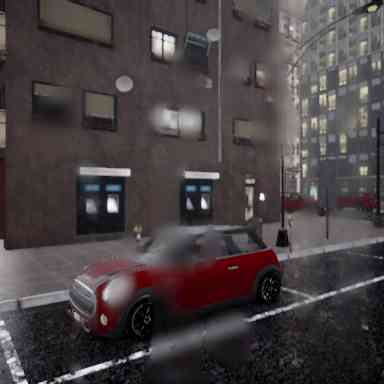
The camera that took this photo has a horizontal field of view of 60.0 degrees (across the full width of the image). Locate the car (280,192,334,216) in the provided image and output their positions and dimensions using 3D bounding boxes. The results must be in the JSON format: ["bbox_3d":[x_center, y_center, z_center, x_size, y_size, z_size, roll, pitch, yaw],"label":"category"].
[{"bbox_3d":[8.679,0.942,27.325,2.192,1.841,5.009,1,0,-36],"label":"car"}]

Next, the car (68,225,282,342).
[{"bbox_3d":[-0.198,1.430,6.415,4.097,1.590,1.967,0,0,-35],"label":"car"}]

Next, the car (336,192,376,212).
[{"bbox_3d":[15.422,0.937,32.299,2.192,1.841,5.009,1,0,-36],"label":"car"}]
